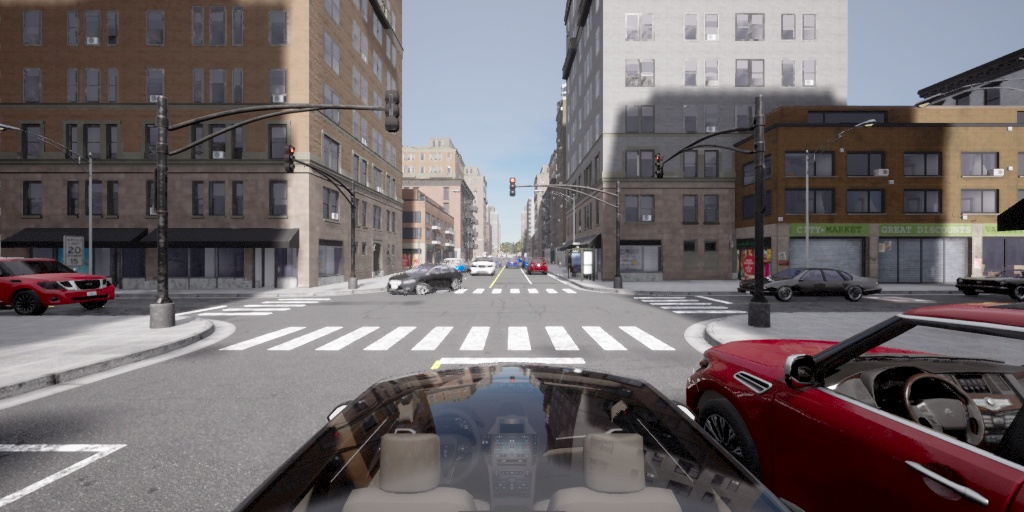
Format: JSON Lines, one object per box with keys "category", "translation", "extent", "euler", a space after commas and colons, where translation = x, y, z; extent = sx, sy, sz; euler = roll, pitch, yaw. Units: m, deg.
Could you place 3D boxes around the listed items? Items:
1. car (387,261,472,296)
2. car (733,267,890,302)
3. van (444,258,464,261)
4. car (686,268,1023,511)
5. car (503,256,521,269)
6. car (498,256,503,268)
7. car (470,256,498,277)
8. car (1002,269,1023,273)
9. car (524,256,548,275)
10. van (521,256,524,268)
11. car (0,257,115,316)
{"category": "car", "translation": [-4.628, 1.241, 19.768], "extent": [2.128, 1.511, 4.902], "euler": [0, 0, 27]}
{"category": "car", "translation": [13.289, 1.232, 16.162], "extent": [5.357, 1.411, 2.033], "euler": [0, 0, 0]}
{"category": "van", "translation": [-5.408, 1.087, 33.253], "extent": [1.690, 1.789, 3.998], "euler": [0, 0, 0]}
{"category": "car", "translation": [2.637, 1.065, 1.289], "extent": [2.192, 1.841, 5.009], "euler": [0, 0, 0]}
{"category": "car", "translation": [0.048, 1.094, 57.998], "extent": [2.097, 1.767, 4.553], "euler": [0, 0, 1]}
{"category": "car", "translation": [-2.773, 1.093, 60.264], "extent": [2.097, 1.767, 4.553], "euler": [0, 0, 0]}
{"category": "car", "translation": [-2.850, 0.967, 36.640], "extent": [2.150, 2.045, 5.566], "euler": [0, 0, 0]}
{"category": "car", "translation": [23.278, 1.243, 16.176], "extent": [4.718, 1.301, 1.895], "euler": [0, 0, 0]}
{"category": "car", "translation": [2.704, 1.060, 38.660], "extent": [2.192, 1.841, 5.009], "euler": [0, 0, 0]}
{"category": "van", "translation": [2.689, 1.084, 54.879], "extent": [1.690, 1.789, 3.998], "euler": [0, 0, 0]}
{"category": "car", "translation": [-18.199, 1.044, 13.163], "extent": [5.566, 2.045, 2.150], "euler": [0, 0, 0]}
